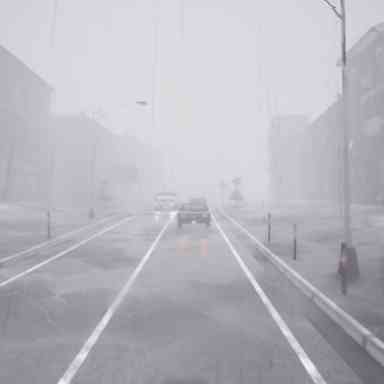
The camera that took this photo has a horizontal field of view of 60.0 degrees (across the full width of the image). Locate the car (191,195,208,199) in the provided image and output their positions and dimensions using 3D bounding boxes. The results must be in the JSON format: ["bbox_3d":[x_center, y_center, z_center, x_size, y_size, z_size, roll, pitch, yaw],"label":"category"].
[{"bbox_3d":[0.842,1.097,38.520,1.882,1.535,5.008,0,0,5],"label":"car"}]

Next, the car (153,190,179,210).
[{"bbox_3d":[-2.610,0.834,35.311,2.150,2.045,5.566,0,0,4],"label":"car"}]

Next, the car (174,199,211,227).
[{"bbox_3d":[0.125,1.303,20.223,1.895,1.301,4.718,0,1,0],"label":"car"}]
